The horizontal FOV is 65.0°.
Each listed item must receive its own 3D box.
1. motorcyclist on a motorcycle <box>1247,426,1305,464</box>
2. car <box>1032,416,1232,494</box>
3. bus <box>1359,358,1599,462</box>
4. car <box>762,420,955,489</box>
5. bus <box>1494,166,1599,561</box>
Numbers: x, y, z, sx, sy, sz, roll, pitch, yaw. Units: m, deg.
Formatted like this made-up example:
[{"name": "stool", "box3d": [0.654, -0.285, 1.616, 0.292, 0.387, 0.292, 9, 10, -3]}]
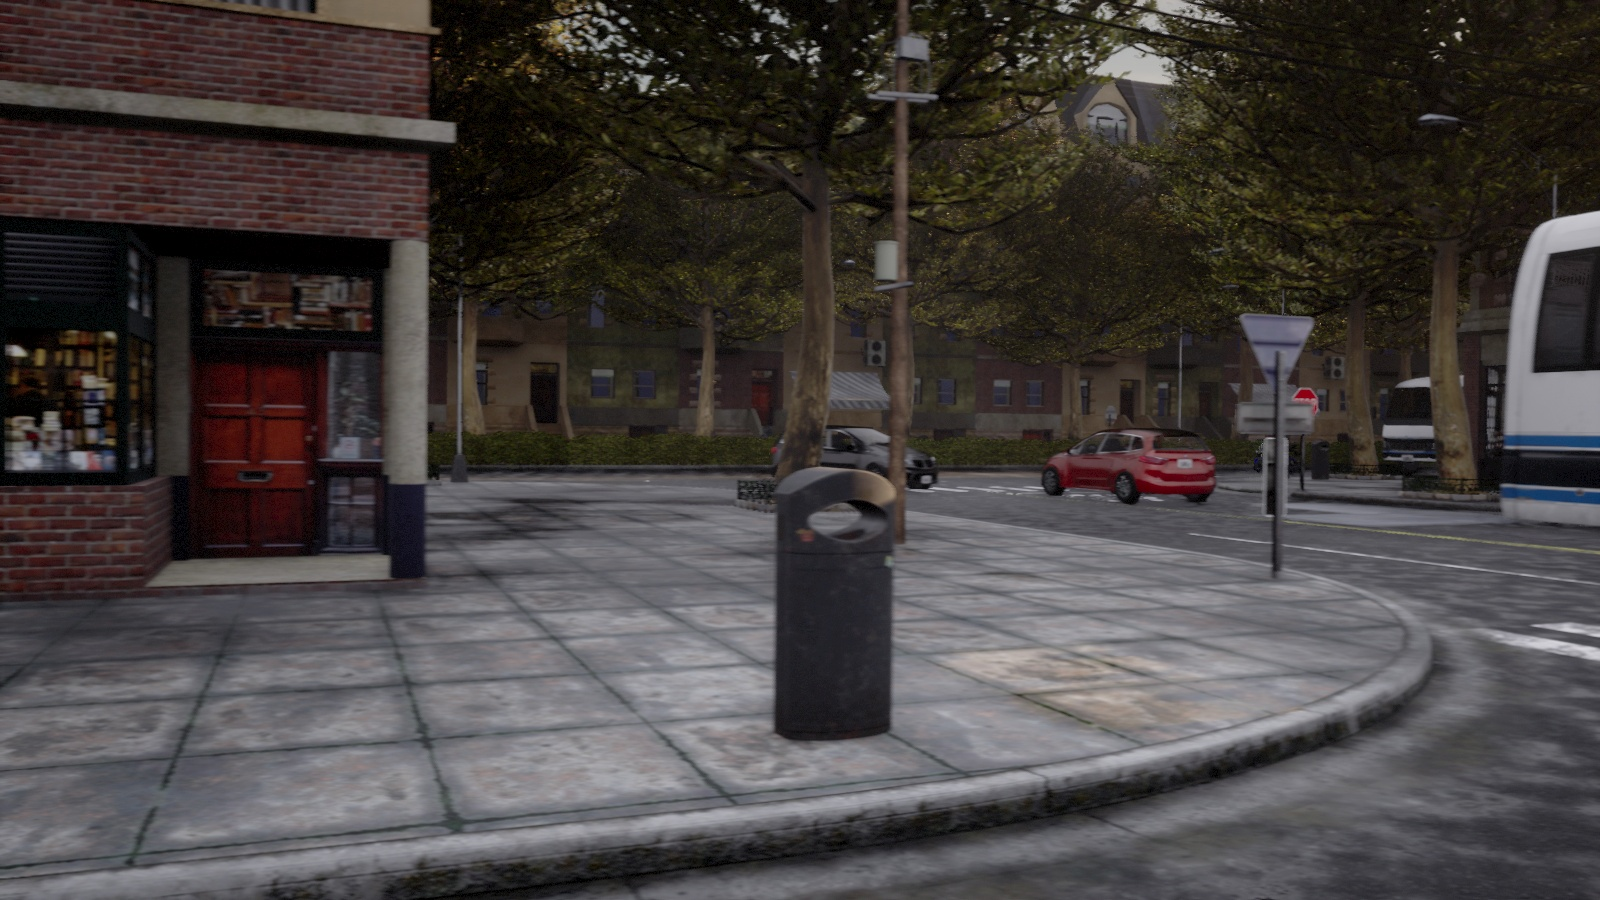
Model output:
[{"name": "motorcyclist on a motorcycle", "box3d": [19.446, -0.213, 51.293, 2.191, 1.530, 0.866, -1, 1, -21]}, {"name": "car", "box3d": [7.682, 0.077, 29.604, 2.242, 1.667, 4.611, -1, 1, -22]}, {"name": "bus", "box3d": [30.169, -1.808, 55.364, 10.273, 4.253, 3.944, -2, 1, -21]}, {"name": "car", "box3d": [1.493, 0.090, 32.991, 4.611, 1.667, 2.242, 0, 1, 39]}, {"name": "bus", "box3d": [11.618, -0.876, 10.492, 3.944, 4.253, 10.273, 0, 1, -17]}]
